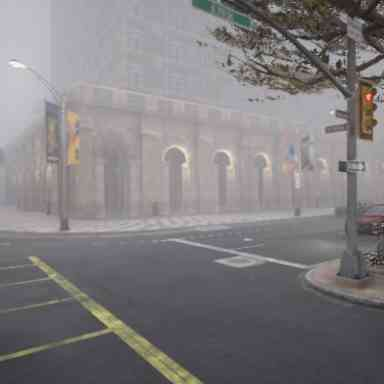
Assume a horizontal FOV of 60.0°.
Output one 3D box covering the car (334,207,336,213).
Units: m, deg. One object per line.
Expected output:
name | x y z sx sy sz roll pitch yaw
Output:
car | 13.826 1.378 27.552 4.718 1.301 1.895 -1 0 -36

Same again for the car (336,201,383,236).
car | 9.428 1.342 16.245 5.008 1.535 1.882 -1 0 -35
